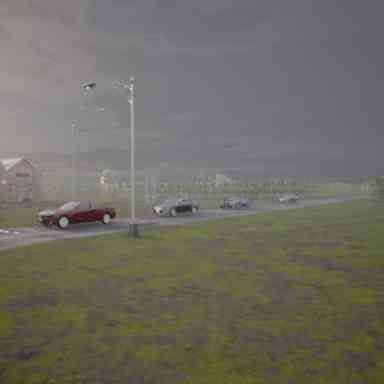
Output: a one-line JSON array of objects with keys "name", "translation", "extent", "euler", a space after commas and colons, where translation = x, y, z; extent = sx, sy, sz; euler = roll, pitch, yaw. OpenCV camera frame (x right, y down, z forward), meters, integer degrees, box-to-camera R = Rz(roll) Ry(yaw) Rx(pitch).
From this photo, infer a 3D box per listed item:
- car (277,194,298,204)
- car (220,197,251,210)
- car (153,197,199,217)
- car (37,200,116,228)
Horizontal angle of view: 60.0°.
[{"name": "car", "translation": [14.380, 1.006, 49.747], "extent": [2.128, 1.511, 4.902], "euler": [0, 0, 37]}, {"name": "car", "translation": [4.817, 1.211, 36.948], "extent": [1.994, 1.385, 4.181], "euler": [0, 0, 37]}, {"name": "car", "translation": [-1.303, 1.229, 28.706], "extent": [2.128, 1.511, 4.902], "euler": [0, 0, 36]}, {"name": "car", "translation": [-7.106, 1.302, 20.861], "extent": [1.882, 1.535, 5.008], "euler": [0, 1, 36]}]
